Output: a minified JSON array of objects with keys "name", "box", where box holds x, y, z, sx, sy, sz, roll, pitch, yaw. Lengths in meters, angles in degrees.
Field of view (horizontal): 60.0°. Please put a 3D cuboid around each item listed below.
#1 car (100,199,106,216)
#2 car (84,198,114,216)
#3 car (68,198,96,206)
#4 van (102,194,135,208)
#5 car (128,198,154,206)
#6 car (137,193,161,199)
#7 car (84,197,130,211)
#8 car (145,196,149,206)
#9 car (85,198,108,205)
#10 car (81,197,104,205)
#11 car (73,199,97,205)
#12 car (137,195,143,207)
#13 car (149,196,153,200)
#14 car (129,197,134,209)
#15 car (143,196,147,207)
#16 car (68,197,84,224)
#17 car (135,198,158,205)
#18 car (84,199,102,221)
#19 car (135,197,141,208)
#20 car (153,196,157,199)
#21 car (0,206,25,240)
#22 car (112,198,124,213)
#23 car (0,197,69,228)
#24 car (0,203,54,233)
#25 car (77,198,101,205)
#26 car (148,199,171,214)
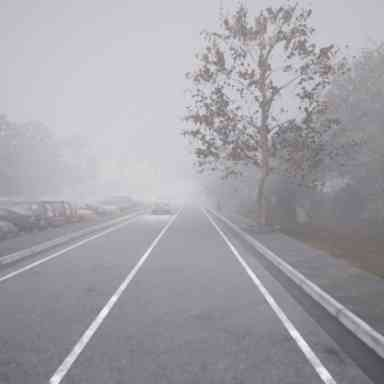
[{"name":"car","box":[-10.302,1.585,28.485,4.892,1.521,2.231,0,-1,0]},{"name":"car","box":[-10.314,1.609,31.261,4.892,1.521,2.231,0,-1,0]},{"name":"car","box":[-23.188,2.079,70.138,5.366,1.575,1.946,0,-1,0]},{"name":"van","box":[-10.419,1.504,45.144,4.442,1.987,1.878,0,-1,0]},{"name":"car","box":[-10.301,2.034,67.338,4.892,1.521,2.231,0,-1,0]},{"name":"car","box":[-10.321,1.879,72.895,5.566,2.045,2.435,0,-1,0]},{"name":"car","box":[-10.275,1.711,39.589,4.792,1.488,2.163,0,-1,0]},{"name":"car","box":[-10.484,1.845,56.238,5.366,1.575,1.946,0,-1,0]},{"name":"car","box":[-23.364,2.273,81.093,5.008,1.535,2.097,0,-1,0]},{"name":"car","box":[-23.402,2.099,78.324,4.553,1.767,2.185,0,-1,0]},{"name":"car","box":[-23.370,2.170,72.907,4.674,1.452,2.002,0,-1,0]},{"name":"car","box":[-10.332,1.655,50.693,4.553,1.767,2.185,0,-1,0]},{"name":"car","box":[-10.112,1.885,58.890,5.366,1.575,1.946,0,-1,0]},{"name":"car","box":[-10.275,1.735,42.365,4.792,1.488,2.163,0,0,0]},{"name":"car","box":[-10.294,1.812,53.471,4.892,1.521,2.231,0,-1,0]},{"name":"car","box":[-10.279,1.409,22.934,4.553,1.767,2.185,0,-1,0]},{"name":"car","box":[-10.297,2.179,75.666,5.008,1.535,2.097,0,-1,0]},{"name":"car","box":[-10.124,1.556,25.709,5.366,1.575,1.946,0,-1,0]},{"name":"car","box":[-10.331,1.784,47.918,4.792,1.488,2.163,0,-1,0]},{"name":"car","box":[-10.110,1.982,64.563,5.366,1.575,1.946,0,-1,0]},{"name":"car","box":[-10.316,1.502,14.604,4.674,1.452,2.002,0,-1,0]},{"name":"car","box":[-10.121,1.629,34.037,5.366,1.575,1.946,0,0,0]},{"name":"car","box":[-10.280,1.385,20.158,4.553,1.767,2.185,0,-1,0]},{"name":"car","box":[-10.307,1.486,17.381,5.008,1.535,2.097,0,-1,0]},{"name":"car","box":[-23.342,2.208,75.677,4.792,1.488,2.163,0,-1,0]},{"name":"car","box":[-3.388,1.760,37.004,1.895,1.301,4.718,0,-1,0]}]
